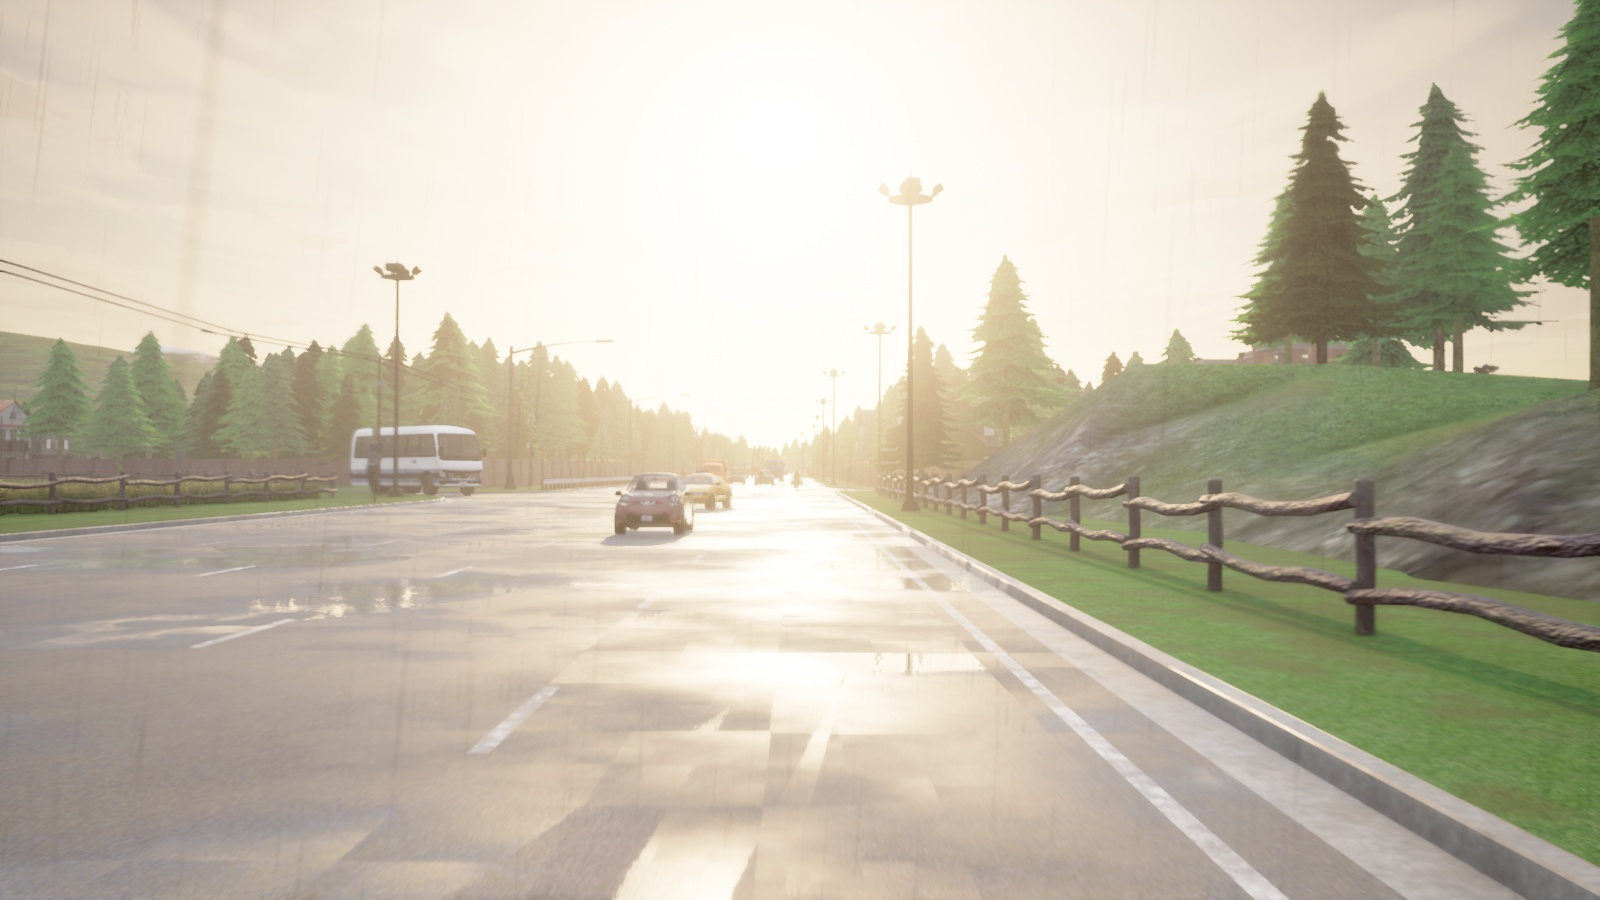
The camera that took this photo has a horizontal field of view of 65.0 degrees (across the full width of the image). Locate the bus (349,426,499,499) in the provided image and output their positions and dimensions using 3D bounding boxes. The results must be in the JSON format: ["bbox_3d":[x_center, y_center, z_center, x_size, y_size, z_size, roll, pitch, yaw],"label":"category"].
[{"bbox_3d":[-23.572,0.867,78.325,10.273,4.253,3.944,-2,-2,40],"label":"bus"}]

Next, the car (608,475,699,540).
[{"bbox_3d":[-3.575,1.374,31.142,1.845,1.501,3.633,0,-1,0],"label":"car"}]

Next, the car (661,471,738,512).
[{"bbox_3d":[-3.986,1.633,50.666,1.801,1.575,5.366,-1,-1,10],"label":"car"}]
